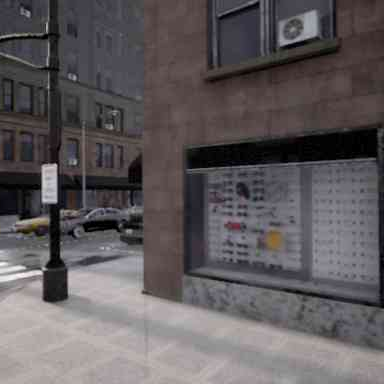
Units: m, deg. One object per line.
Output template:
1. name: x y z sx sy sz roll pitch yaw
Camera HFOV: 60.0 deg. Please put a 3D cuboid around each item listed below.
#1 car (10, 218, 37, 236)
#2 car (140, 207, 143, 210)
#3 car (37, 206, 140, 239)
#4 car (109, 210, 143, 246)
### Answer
1. car: -7.928 1.667 19.469 1.752 1.417 4.829 -1 -1 35
2. car: -4.689 1.697 24.017 2.008 1.369 4.403 -1 -1 35
3. car: -5.545 1.607 18.455 2.128 1.511 4.902 -1 0 36
4. car: -1.298 1.622 14.945 1.947 1.339 4.313 -1 -1 35
